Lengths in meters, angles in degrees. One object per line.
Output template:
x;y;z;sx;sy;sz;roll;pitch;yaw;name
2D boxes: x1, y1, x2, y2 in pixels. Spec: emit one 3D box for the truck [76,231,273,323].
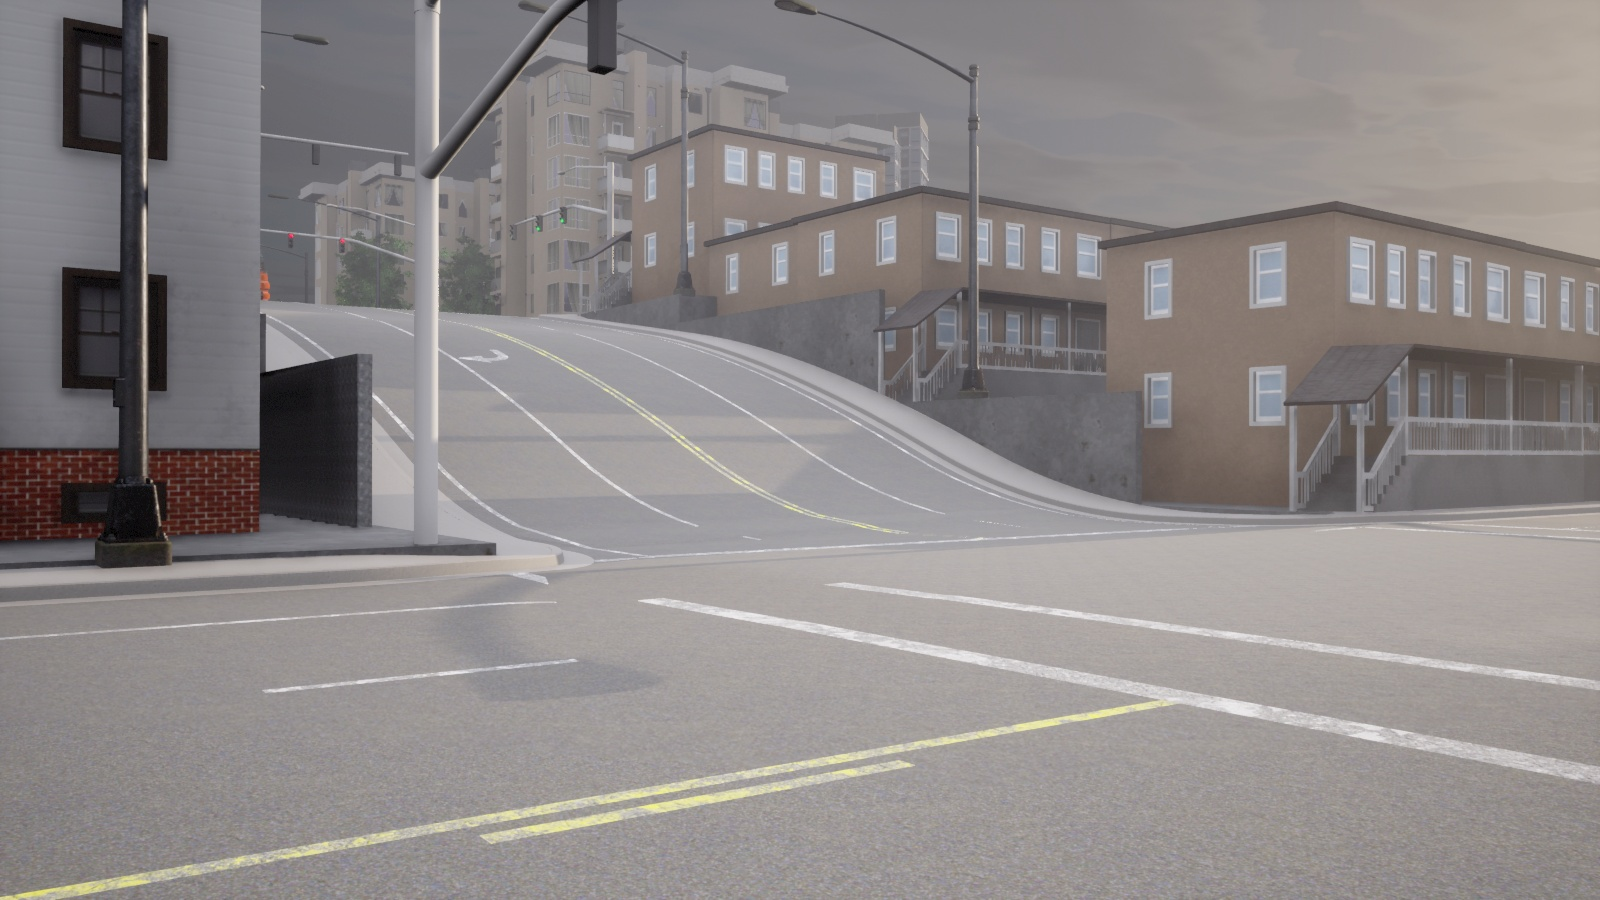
-29.421;-8.034;59.246;7.936;3.462;2.891;-1;0;-35;truck
